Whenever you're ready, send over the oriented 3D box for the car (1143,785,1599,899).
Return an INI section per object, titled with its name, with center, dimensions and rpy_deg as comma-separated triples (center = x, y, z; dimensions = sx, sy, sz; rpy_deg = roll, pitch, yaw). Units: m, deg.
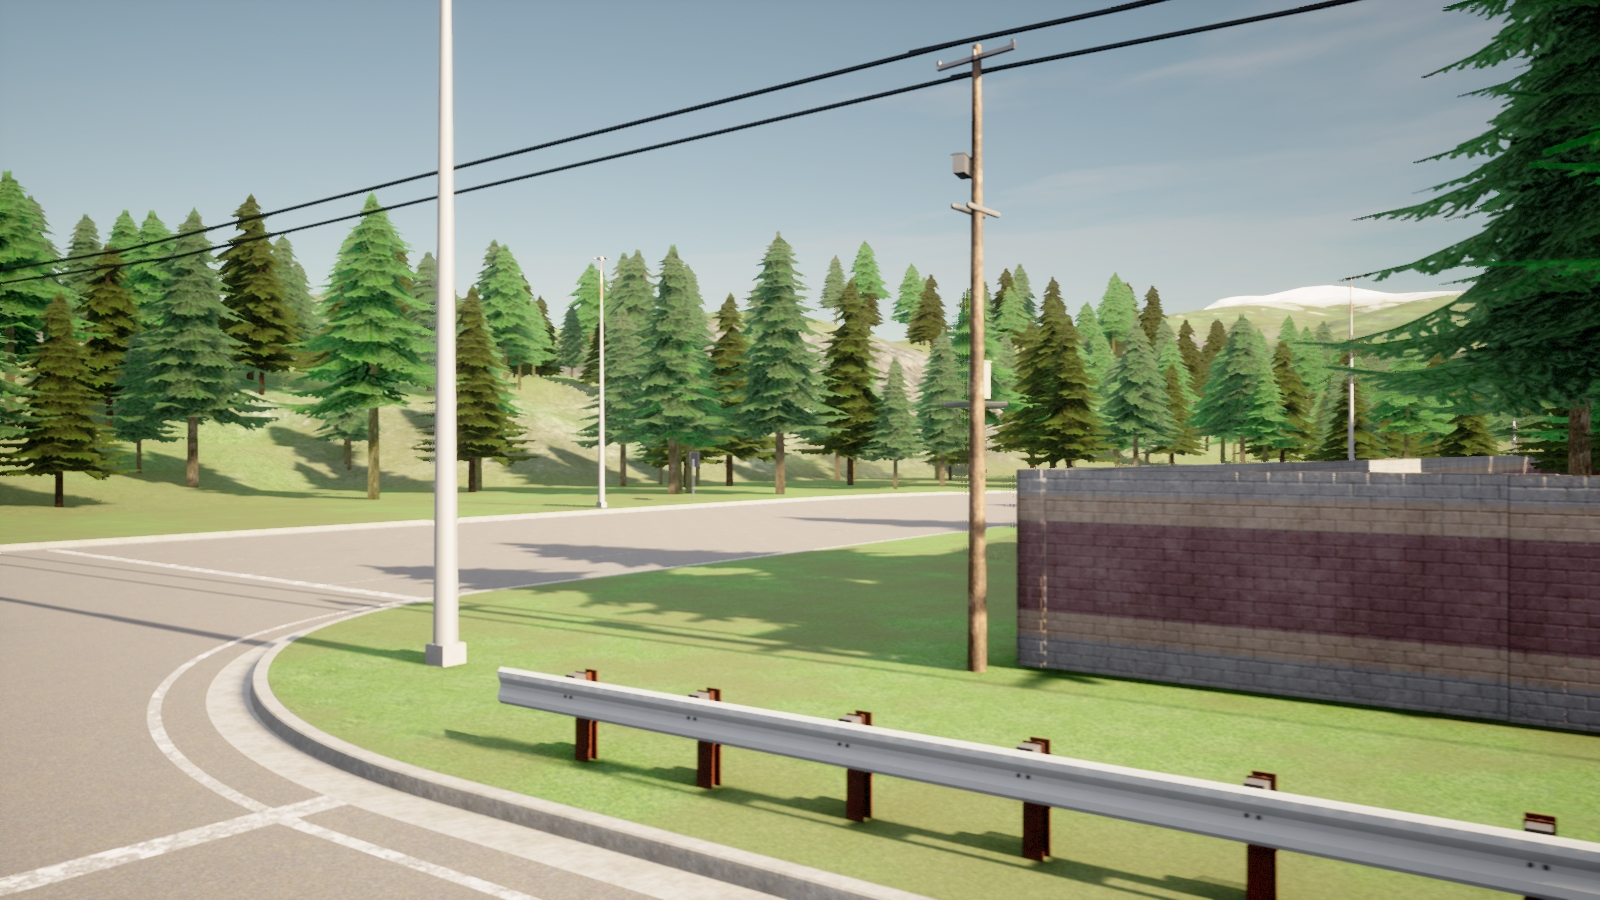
[car]
center = 3.134, 1.982, 1.594
dimensions = 5.238, 1.638, 2.097
rpy_deg = 0, 0, 35
